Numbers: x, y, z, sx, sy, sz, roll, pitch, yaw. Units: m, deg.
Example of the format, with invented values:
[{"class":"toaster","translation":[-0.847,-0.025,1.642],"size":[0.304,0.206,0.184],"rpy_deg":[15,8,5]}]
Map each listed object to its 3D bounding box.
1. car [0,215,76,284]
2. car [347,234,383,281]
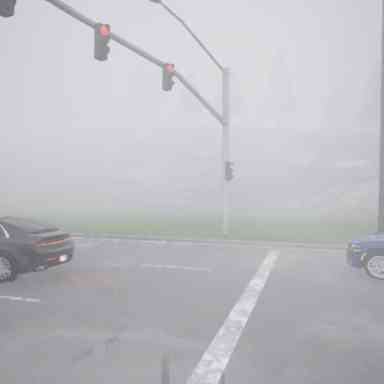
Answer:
[{"class":"car","translation":[-5.598,1.387,8.976],"size":[4.892,1.490,1.837],"rpy_deg":[1,0,13]},{"class":"car","translation":[6.526,1.470,8.121],"size":[5.008,1.535,1.882],"rpy_deg":[1,0,35]}]
